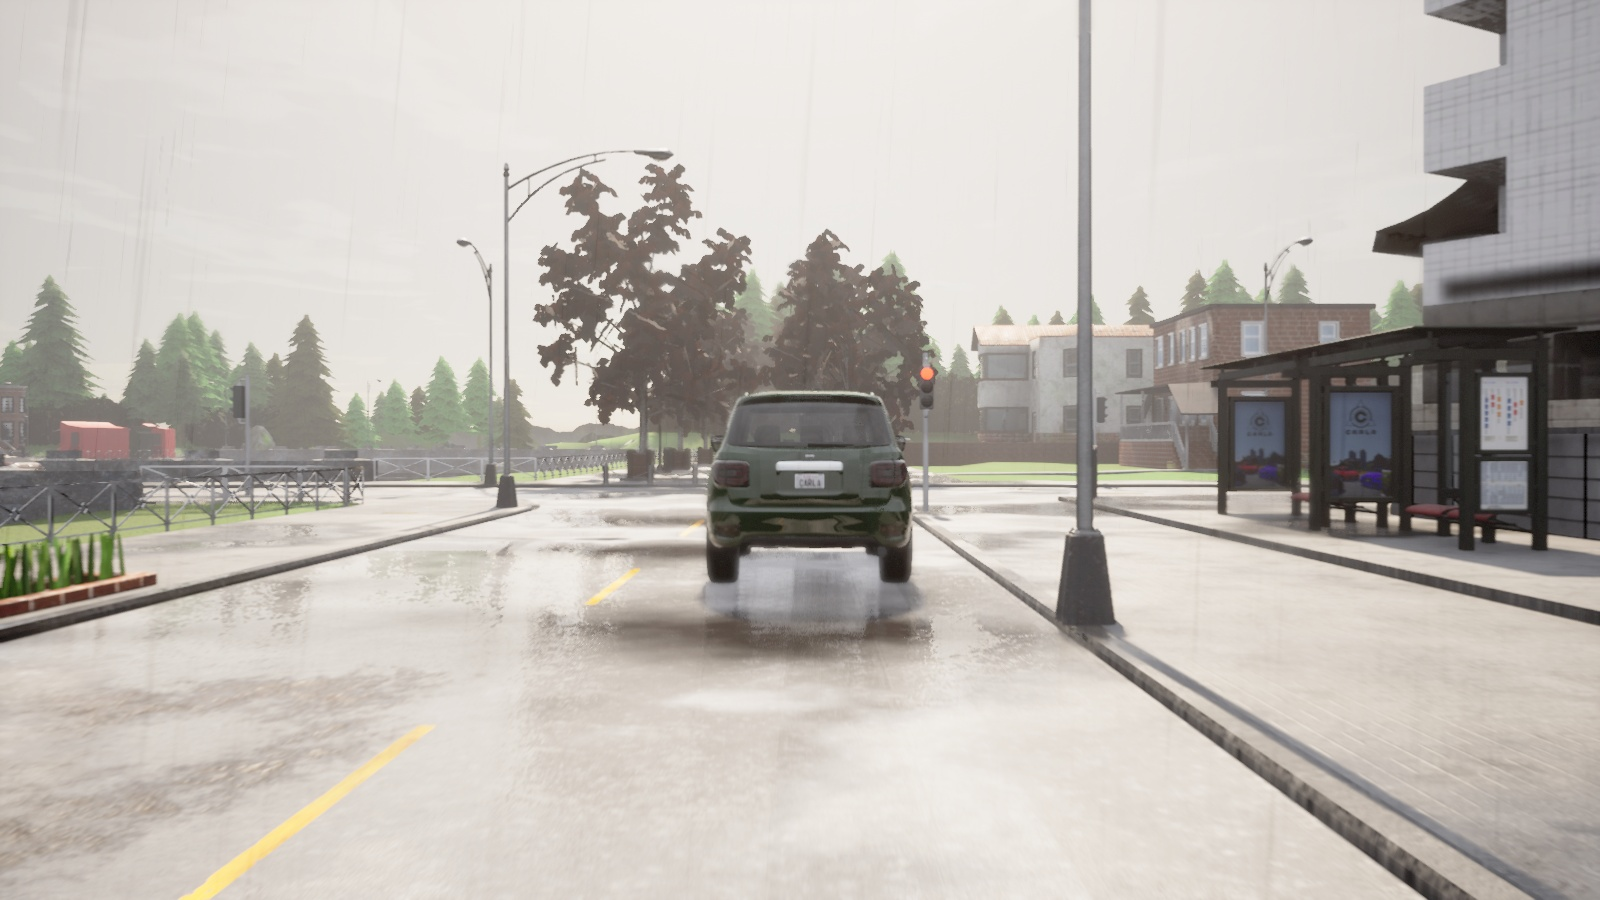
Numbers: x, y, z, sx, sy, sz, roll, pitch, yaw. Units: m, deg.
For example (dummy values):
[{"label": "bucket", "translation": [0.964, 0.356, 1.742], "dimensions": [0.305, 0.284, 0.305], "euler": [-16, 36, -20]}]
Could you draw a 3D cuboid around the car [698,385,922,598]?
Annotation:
[{"label": "car", "translation": [0.102, 0.382, 14.818], "dimensions": [2.150, 2.045, 5.566], "euler": [0, 0, 0]}]

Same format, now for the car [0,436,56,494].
[{"label": "car", "translation": [-23.838, 0.423, 35.932], "dimensions": [3.988, 1.617, 1.851], "euler": [0, 0, 0]}]
